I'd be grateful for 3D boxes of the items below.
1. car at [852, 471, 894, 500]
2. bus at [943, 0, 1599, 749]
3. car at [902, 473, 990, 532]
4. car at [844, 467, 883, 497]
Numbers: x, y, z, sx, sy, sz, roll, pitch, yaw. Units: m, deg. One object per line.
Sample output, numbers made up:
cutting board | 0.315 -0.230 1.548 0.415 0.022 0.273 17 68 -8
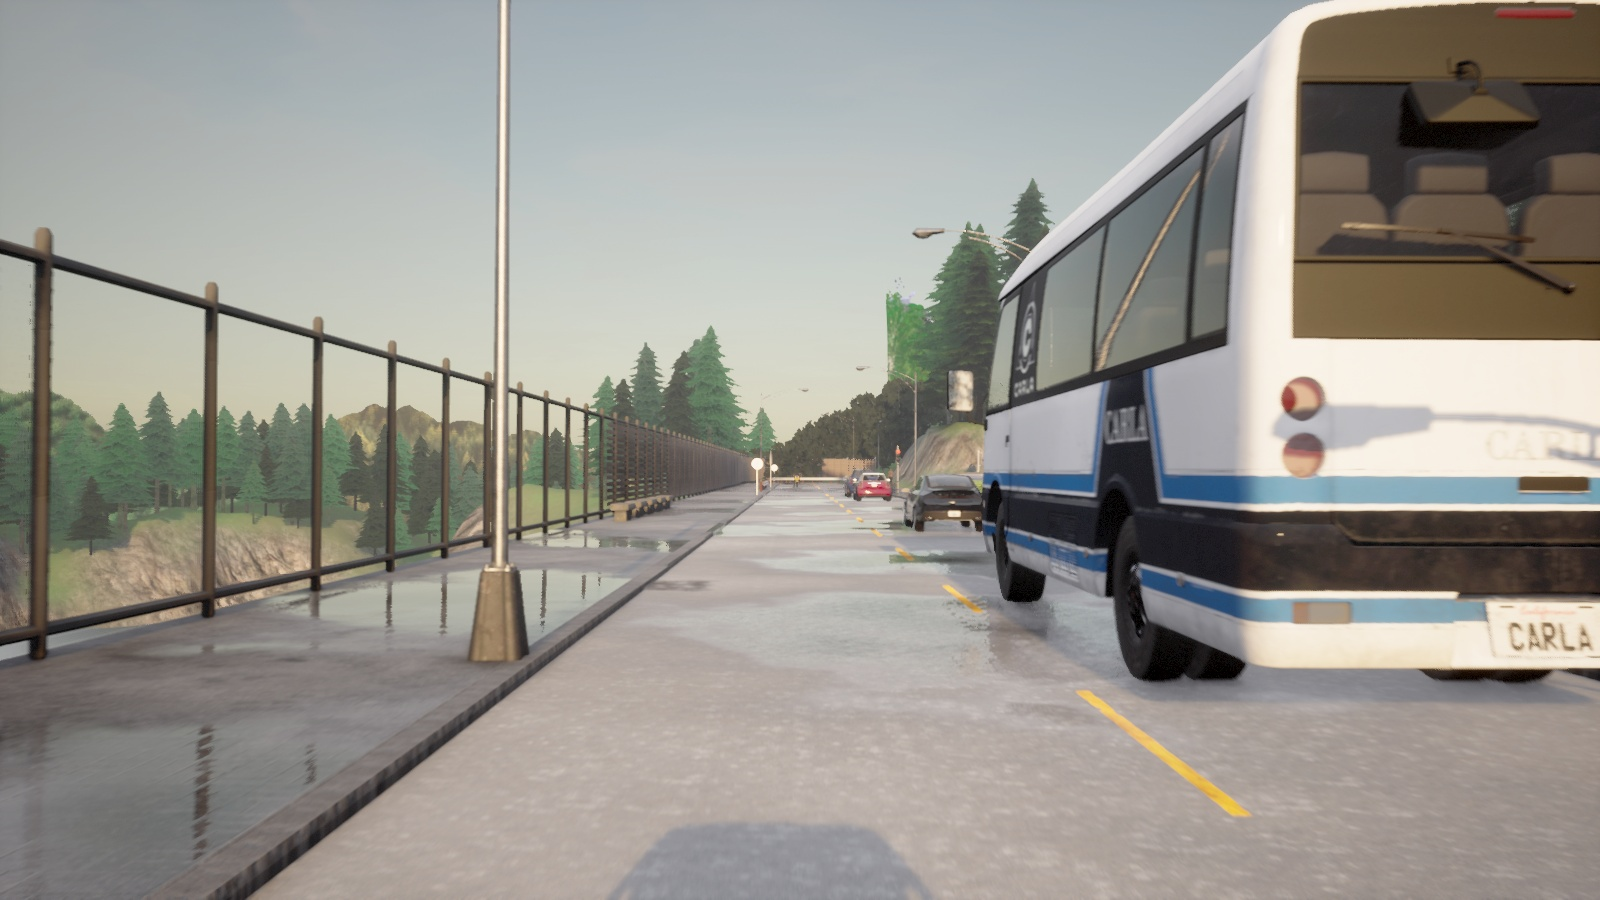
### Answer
car | 3.845 1.885 66.939 1.970 1.475 3.806 0 -1 0
bus | 3.965 -0.373 12.202 3.944 4.253 10.273 0 -1 0
car | 3.916 1.380 34.420 1.837 1.490 4.892 0 -1 0
car | 3.825 1.934 76.220 2.097 1.767 4.553 0 -1 0
